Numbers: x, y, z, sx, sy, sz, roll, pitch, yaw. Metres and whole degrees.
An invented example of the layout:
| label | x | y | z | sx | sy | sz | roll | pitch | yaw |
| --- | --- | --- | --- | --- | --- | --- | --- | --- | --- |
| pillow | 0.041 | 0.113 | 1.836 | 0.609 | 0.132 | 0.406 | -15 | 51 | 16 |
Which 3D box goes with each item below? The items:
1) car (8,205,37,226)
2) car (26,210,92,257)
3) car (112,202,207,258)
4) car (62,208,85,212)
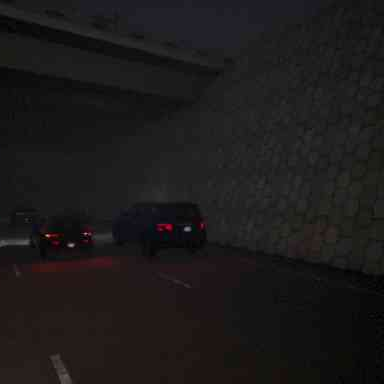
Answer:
| label | x | y | z | sx | sy | sz | roll | pitch | yaw |
| --- | --- | --- | --- | --- | --- | --- | --- | --- | --- |
| car | -13.100 | 1.777 | 25.851 | 2.128 | 1.511 | 4.902 | 1 | -1 | -32 |
| car | -5.470 | 1.688 | 13.714 | 1.812 | 1.442 | 4.674 | 1 | -1 | -32 |
| car | -1.569 | 1.415 | 14.051 | 2.150 | 2.045 | 5.566 | 1 | -1 | -32 |
| car | -9.814 | 1.925 | 27.184 | 1.895 | 1.301 | 4.718 | 1 | -1 | -32 |
